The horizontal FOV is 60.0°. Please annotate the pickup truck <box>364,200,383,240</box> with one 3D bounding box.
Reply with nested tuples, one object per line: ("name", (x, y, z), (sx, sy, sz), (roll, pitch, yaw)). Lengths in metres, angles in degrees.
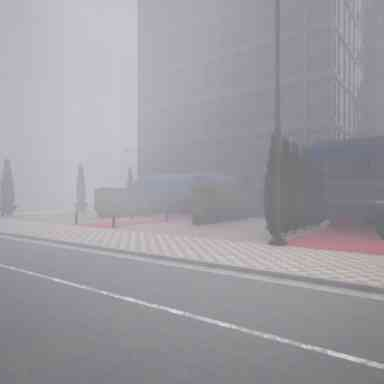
("pickup truck", (10.097, 1.056, 12.785), (2.390, 2.098, 6.274), (0, 0, -24))
